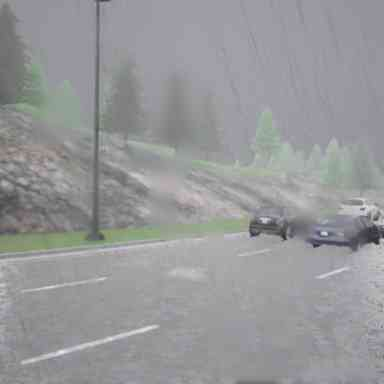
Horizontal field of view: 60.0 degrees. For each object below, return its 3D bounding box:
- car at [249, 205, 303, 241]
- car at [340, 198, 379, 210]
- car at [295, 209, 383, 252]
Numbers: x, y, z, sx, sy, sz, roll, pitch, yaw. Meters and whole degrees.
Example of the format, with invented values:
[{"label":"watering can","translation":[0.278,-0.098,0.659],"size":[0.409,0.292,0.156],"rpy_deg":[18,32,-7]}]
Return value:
[{"label":"car","translation":[5.063,1.508,17.967],"size":[2.097,1.767,4.553],"rpy_deg":[0,-1,44]},{"label":"car","translation":[14.496,1.529,28.679],"size":[2.150,2.045,5.566],"rpy_deg":[0,0,41]},{"label":"car","translation":[6.934,1.700,14.836],"size":[2.033,1.411,5.357],"rpy_deg":[0,0,44]}]
